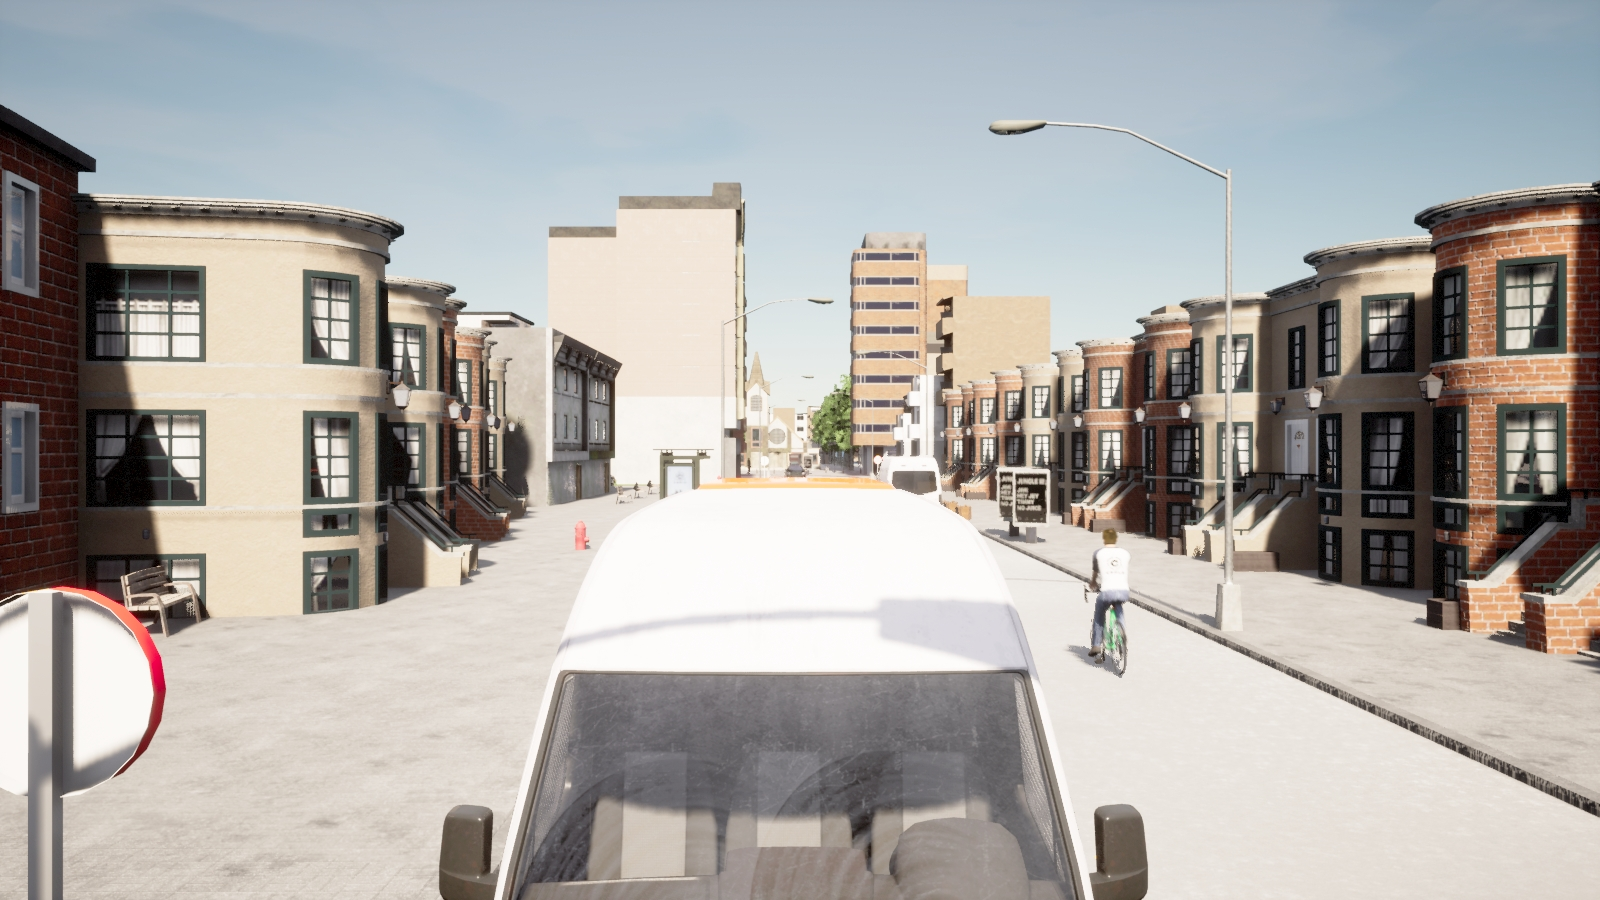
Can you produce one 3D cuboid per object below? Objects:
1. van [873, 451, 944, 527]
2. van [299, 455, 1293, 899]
[{"bbox_3d":[3.870,1.314,41.700,1.988,2.561,5.915,0,0,0],"label":"van"},{"bbox_3d":[-0.019,1.314,5.243,1.988,2.561,5.915,0,0,0],"label":"van"}]
